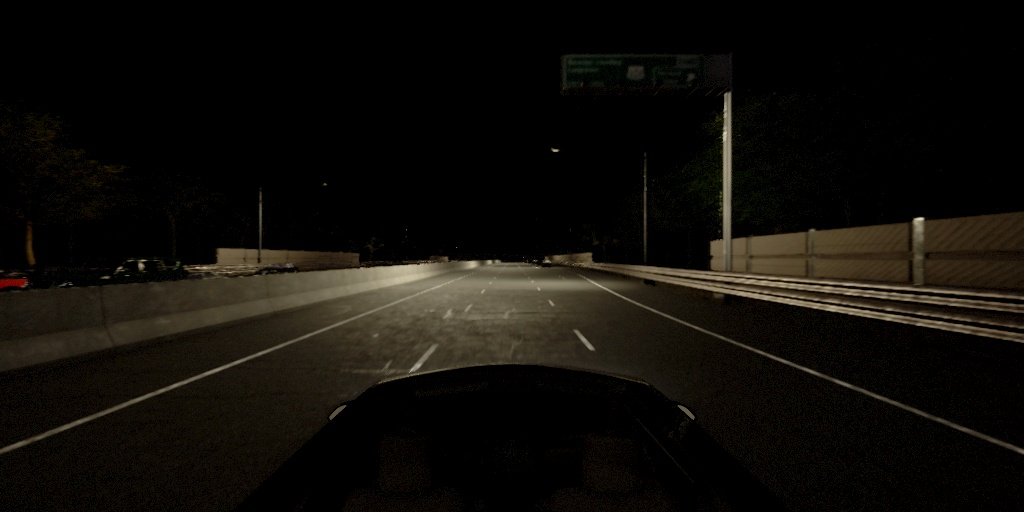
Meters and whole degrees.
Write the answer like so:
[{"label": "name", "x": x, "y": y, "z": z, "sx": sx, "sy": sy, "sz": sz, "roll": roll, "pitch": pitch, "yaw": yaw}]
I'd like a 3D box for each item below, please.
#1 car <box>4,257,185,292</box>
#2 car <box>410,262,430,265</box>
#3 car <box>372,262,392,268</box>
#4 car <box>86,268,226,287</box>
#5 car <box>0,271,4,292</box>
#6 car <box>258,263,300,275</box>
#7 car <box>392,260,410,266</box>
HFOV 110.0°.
[{"label": "car", "x": -17.589, "y": 1.070, "z": 16.039, "sx": 2.150, "sy": 2.045, "sz": 5.566, "roll": 0, "pitch": 0, "yaw": 0}, {"label": "car", "x": -13.999, "y": 1.693, "z": 57.049, "sx": 2.033, "sy": 1.411, "sz": 5.357, "roll": 0, "pitch": 0, "yaw": 1}, {"label": "car", "x": -20.991, "y": 1.678, "z": 57.757, "sx": 1.812, "sy": 1.442, "sz": 4.674, "roll": 0, "pitch": 0, "yaw": 0}, {"label": "car", "x": -14.091, "y": 1.393, "z": 15.465, "sx": 2.033, "sy": 1.411, "sz": 5.357, "roll": 0, "pitch": 0, "yaw": 0}, {"label": "car", "x": -21.087, "y": 1.200, "z": 15.778, "sx": 2.097, "sy": 1.767, "sz": 4.553, "roll": 0, "pitch": 0, "yaw": 0}, {"label": "car", "x": -23.827, "y": 1.487, "z": 36.761, "sx": 2.128, "sy": 1.511, "sz": 4.902, "roll": 0, "pitch": 0, "yaw": -3}, {"label": "car", "x": -17.502, "y": 1.676, "z": 58.409, "sx": 1.812, "sy": 1.442, "sz": 4.674, "roll": 0, "pitch": 0, "yaw": 1}]
